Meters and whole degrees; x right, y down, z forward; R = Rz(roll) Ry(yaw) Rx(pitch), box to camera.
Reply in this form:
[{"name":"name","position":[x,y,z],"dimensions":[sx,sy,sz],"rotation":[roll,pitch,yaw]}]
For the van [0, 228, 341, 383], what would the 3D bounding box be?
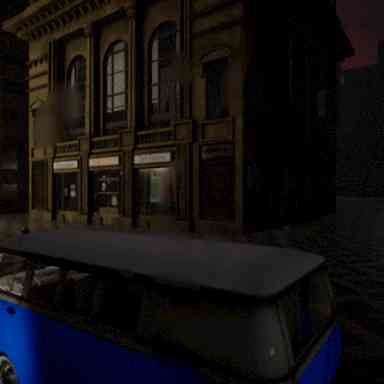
[{"name":"van","position":[-0.606,1.348,3.396],"dimensions":[3.998,1.788,1.690],"rotation":[0,0,36]}]
